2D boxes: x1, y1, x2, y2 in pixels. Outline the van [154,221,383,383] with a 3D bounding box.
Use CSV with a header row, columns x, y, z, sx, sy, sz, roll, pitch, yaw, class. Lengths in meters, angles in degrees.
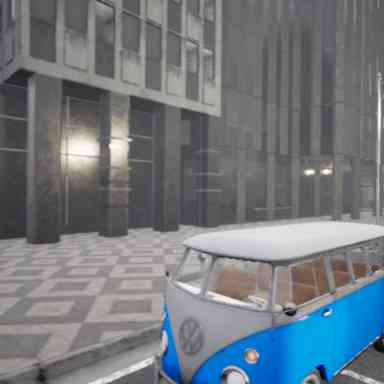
x,y,z,sx,sy,sz,roll,pitch,yaw,class
1.415,1.345,4.378,3.998,1.788,1.690,0,0,-43,van
